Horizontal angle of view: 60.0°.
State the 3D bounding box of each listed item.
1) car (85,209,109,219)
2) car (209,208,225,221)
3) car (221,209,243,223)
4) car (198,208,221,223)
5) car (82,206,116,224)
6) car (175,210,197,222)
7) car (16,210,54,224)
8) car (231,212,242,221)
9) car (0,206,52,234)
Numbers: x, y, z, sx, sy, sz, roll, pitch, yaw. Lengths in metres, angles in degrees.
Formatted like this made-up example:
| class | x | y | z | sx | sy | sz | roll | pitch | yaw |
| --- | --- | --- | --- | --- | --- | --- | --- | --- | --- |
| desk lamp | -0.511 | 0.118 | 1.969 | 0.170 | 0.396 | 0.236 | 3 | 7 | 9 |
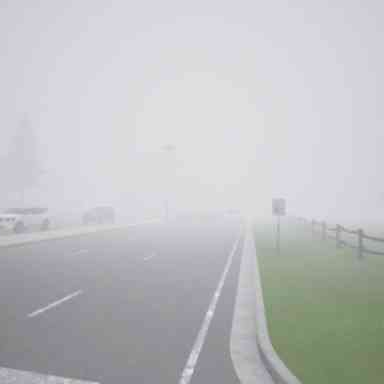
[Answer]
| class | x | y | z | sx | sy | sz | roll | pitch | yaw |
| --- | --- | --- | --- | --- | --- | --- | --- | --- | --- |
| car | -15.550 | 3.599 | 54.463 | 1.812 | 1.442 | 4.674 | 1 | -3 | 11 |
| car | 4.520 | 4.004 | 60.118 | 2.150 | 2.045 | 5.566 | 1 | -3 | 12 |
| car | 6.170 | 3.602 | 50.198 | 2.150 | 2.045 | 5.566 | 1 | -3 | 11 |
| car | 2.638 | 3.658 | 50.332 | 2.097 | 1.767 | 4.553 | 1 | -3 | 10 |
| car | -11.071 | 2.756 | 40.041 | 2.150 | 2.045 | 5.566 | 1 | -2 | 10 |
| car | -1.106 | 3.736 | 49.616 | 2.033 | 1.411 | 5.357 | 1 | -3 | 11 |
| car | -18.347 | 2.890 | 39.053 | 1.994 | 1.385 | 4.181 | 1 | -3 | 10 |
| car | 8.196 | 4.419 | 60.704 | 1.812 | 1.442 | 4.674 | 1 | -3 | 11 |
| car | -13.413 | 2.099 | 26.389 | 2.150 | 2.045 | 5.566 | 1 | -3 | 10 |
